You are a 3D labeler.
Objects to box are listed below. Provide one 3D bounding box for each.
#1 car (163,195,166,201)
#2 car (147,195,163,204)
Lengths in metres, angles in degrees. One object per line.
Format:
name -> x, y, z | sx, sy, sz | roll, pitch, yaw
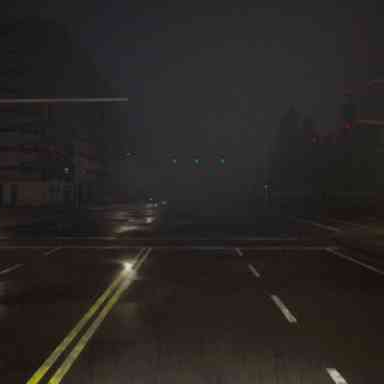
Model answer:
car -> -6.997, 1.433, 76.361 | 1.895, 1.301, 4.718 | 0, 0, 0
car -> -7.017, 1.432, 60.860 | 2.033, 1.411, 5.357 | 0, 0, 1
